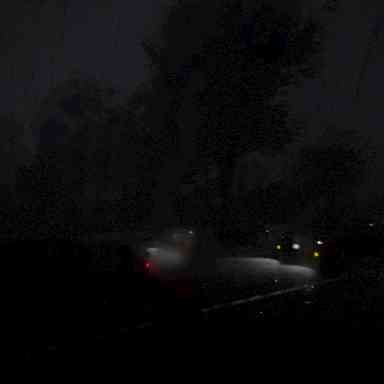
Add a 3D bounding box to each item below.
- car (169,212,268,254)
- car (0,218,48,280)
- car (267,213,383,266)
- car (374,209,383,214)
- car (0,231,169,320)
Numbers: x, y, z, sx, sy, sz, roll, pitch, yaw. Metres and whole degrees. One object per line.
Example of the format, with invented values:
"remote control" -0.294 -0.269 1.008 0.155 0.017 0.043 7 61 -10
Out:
"car" 1.080 1.490 13.195 4.181 1.385 1.994 1 0 -34
"car" -6.271 1.482 8.189 4.718 1.301 1.895 0 1 -34
"car" 4.937 1.569 11.586 4.181 1.385 1.994 1 0 -34
"car" 12.308 1.800 20.870 4.181 1.385 1.994 2 0 -35
"car" -3.307 1.466 5.928 5.357 1.411 2.033 0 1 -31
